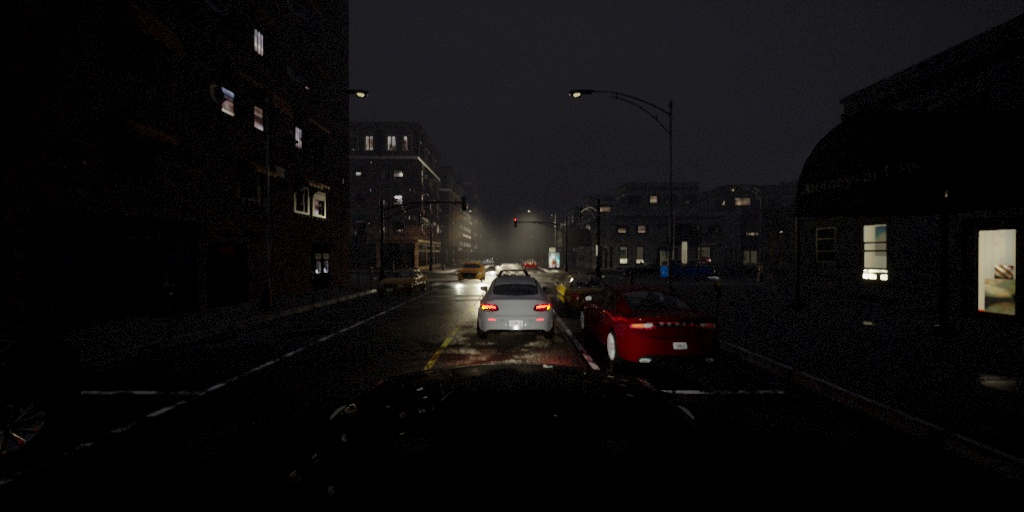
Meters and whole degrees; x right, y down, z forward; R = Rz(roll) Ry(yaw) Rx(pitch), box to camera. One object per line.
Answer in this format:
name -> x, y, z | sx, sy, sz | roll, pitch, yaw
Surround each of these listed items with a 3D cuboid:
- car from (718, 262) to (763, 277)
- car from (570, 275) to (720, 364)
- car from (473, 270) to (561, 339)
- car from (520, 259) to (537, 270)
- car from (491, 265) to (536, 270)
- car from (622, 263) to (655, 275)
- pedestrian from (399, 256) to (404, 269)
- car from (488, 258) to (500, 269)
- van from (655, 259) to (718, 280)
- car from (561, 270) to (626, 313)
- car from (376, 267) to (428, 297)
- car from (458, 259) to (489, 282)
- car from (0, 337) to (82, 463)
car -> 22.342, 1.361, 35.982 | 4.181, 1.385, 1.994 | 0, 0, 0
car -> 2.678, 1.294, 7.938 | 1.888, 1.381, 4.507 | 0, 0, 0
car -> 0.084, 1.274, 9.952 | 1.812, 1.442, 4.674 | 0, 0, 0
car -> 2.594, 1.203, 51.803 | 1.967, 1.591, 4.097 | 0, 0, 0
car -> 0.077, 1.350, 19.063 | 1.895, 1.301, 4.718 | 0, 0, 0
car -> 13.424, 1.375, 35.902 | 4.718, 1.301, 1.895 | 0, 0, -1
pedestrian -> -12.707, 0.823, 41.187 | 0.375, 1.860, 0.375 | 0, 0, -1
car -> -3.191, 1.253, 49.124 | 2.128, 1.511, 4.902 | 0, 0, 0
van -> 14.601, 1.158, 30.125 | 3.998, 1.789, 1.690 | 0, 0, -1
car -> 2.667, 1.274, 13.805 | 1.751, 1.417, 4.829 | 0, 0, 0
car -> -5.725, 1.274, 19.150 | 1.751, 1.417, 4.829 | 0, 0, 0
car -> -3.151, 1.240, 28.860 | 1.882, 1.535, 5.008 | 0, 0, 0
car -> -5.692, 1.316, 2.231 | 1.948, 1.339, 4.313 | 0, 0, 0
